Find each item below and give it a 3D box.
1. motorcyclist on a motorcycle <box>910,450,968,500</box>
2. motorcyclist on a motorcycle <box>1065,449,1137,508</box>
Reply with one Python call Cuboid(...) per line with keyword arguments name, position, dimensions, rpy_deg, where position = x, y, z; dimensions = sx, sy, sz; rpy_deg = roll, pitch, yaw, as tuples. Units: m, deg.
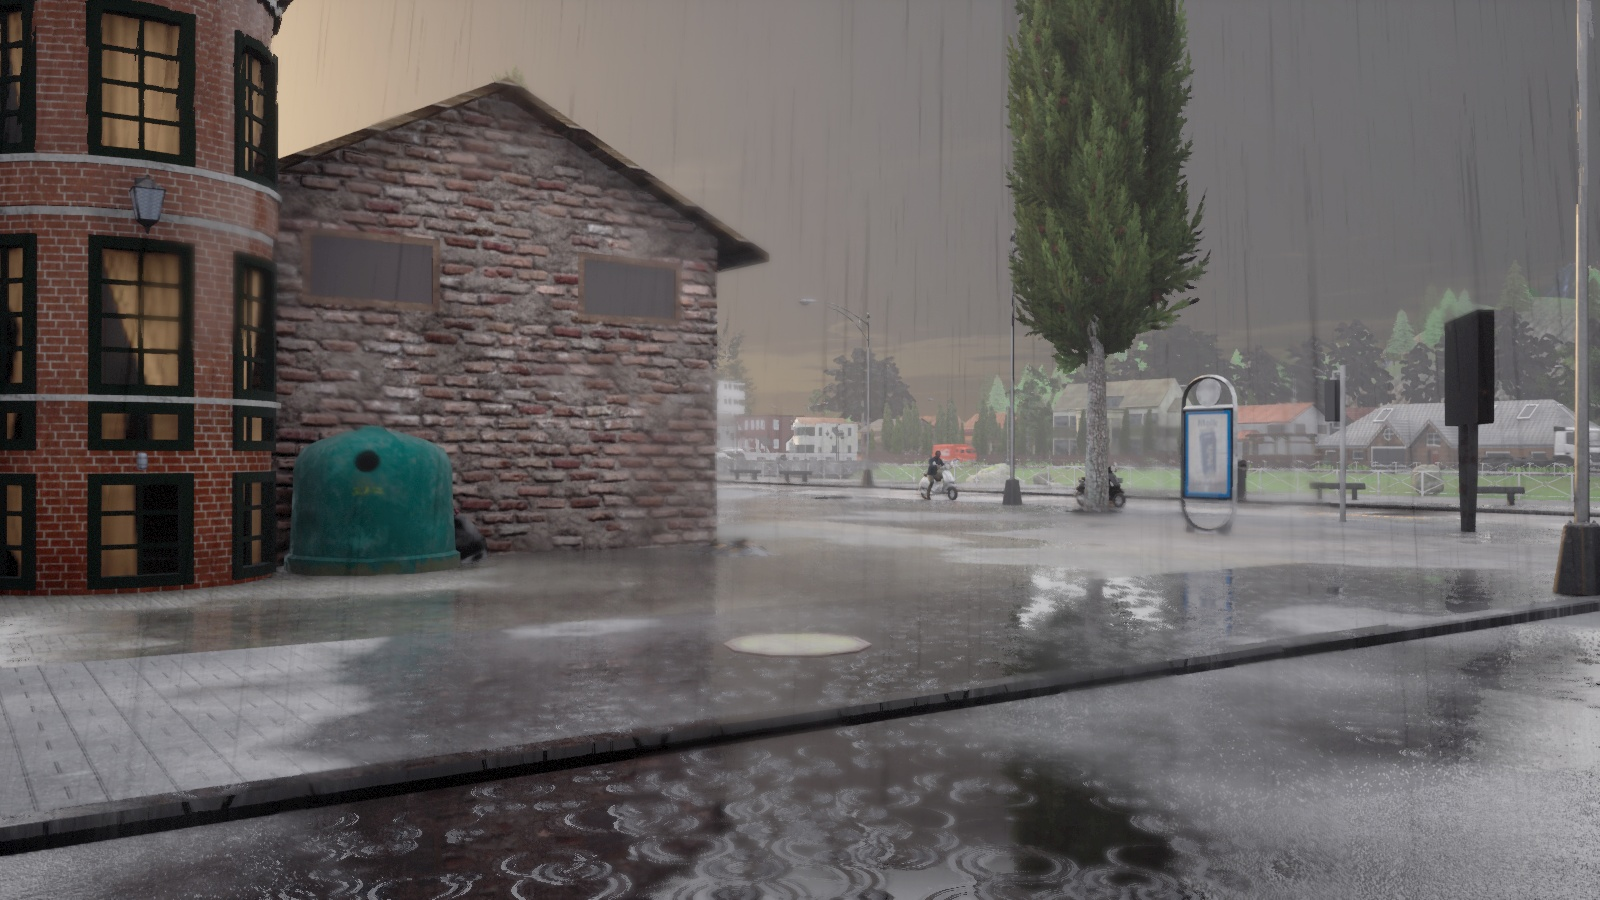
Cuboid(name="motorcyclist on a motorcycle", position=(4.438, 0.787, 40.317), dimensions=(0.866, 1.590, 1.817), rpy_deg=(0, 0, -35))
Cuboid(name="motorcyclist on a motorcycle", position=(8.313, 0.766, 34.761), dimensions=(0.866, 1.590, 1.817), rpy_deg=(0, 0, -35))
